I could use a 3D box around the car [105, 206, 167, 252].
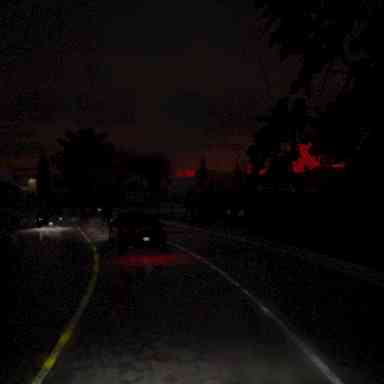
[{"bbox_3d":[-2.561,1.622,14.828,1.882,1.535,5.008,0,0,-20],"label":"car"}]

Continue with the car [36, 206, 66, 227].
[{"bbox_3d":[-10.807,1.821,25.477,2.033,1.411,5.357,0,-1,-23],"label":"car"}]

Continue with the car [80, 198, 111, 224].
[{"bbox_3d":[-8.217,1.505,28.347,2.150,2.045,5.566,0,0,-23],"label":"car"}]
